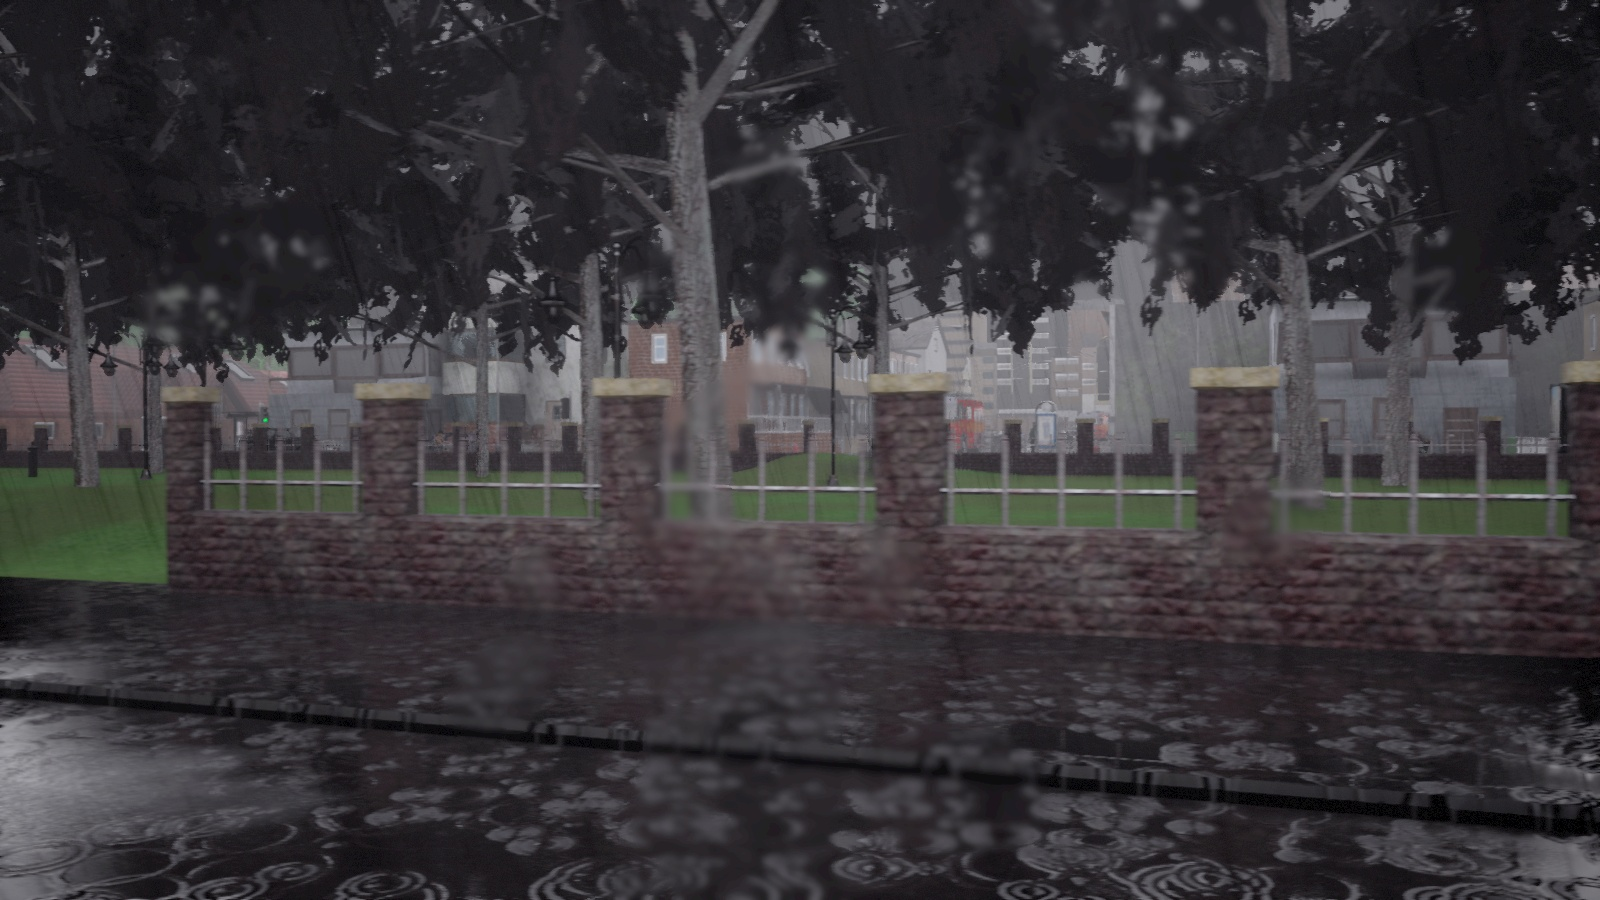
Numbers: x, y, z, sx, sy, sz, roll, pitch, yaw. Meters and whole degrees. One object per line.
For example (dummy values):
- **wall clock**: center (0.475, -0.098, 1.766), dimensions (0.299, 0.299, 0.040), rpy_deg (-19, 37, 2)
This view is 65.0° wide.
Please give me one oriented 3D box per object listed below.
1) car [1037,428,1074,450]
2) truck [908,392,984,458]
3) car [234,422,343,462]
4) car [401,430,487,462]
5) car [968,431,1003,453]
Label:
- **car**: center (19.385, -0.844, 95.032), dimensions (2.152, 1.651, 5.027), rpy_deg (1, 1, 19)
- **truck**: center (9.084, -1.538, 77.063), dimensions (2.891, 3.827, 8.468), rpy_deg (1, 1, 19)
- **car**: center (-24.312, -0.404, 59.684), dimensions (4.605, 1.855, 1.932), rpy_deg (0, 1, 17)
- **car**: center (-17.465, -0.211, 61.609), dimensions (3.633, 1.501, 1.845), rpy_deg (1, 1, 20)
- **car**: center (13.176, -0.573, 89.172), dimensions (1.789, 1.549, 3.705), rpy_deg (1, 1, 19)
